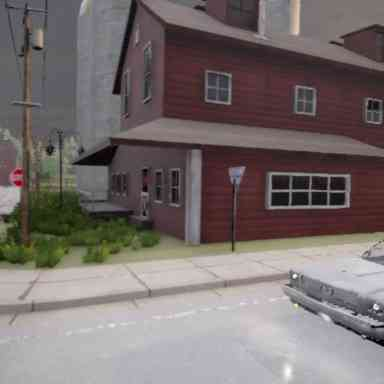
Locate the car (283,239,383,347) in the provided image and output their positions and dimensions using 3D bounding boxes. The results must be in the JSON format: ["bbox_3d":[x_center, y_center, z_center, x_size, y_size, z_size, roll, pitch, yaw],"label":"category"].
[{"bbox_3d":[3.927,1.490,5.661,4.718,1.301,1.895,0,2,-24],"label":"car"}]
